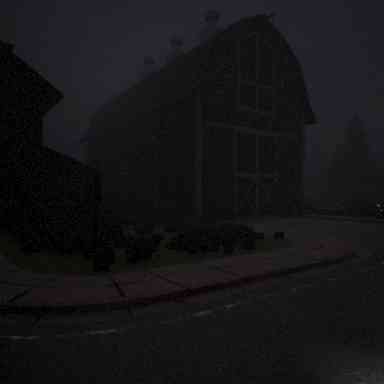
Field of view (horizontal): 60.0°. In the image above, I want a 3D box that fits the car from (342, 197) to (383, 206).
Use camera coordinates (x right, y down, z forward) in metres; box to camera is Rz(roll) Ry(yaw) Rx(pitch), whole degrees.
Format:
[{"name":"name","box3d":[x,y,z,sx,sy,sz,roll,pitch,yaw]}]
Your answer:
[{"name":"car","box3d":[18.226,1.363,35.080,2.097,1.767,4.553,0,0,-34]}]
